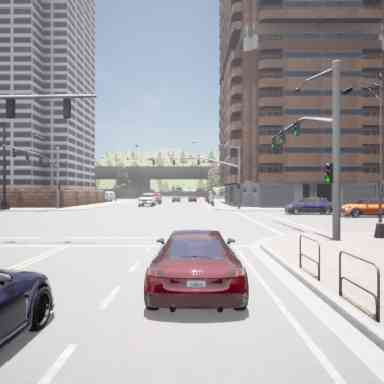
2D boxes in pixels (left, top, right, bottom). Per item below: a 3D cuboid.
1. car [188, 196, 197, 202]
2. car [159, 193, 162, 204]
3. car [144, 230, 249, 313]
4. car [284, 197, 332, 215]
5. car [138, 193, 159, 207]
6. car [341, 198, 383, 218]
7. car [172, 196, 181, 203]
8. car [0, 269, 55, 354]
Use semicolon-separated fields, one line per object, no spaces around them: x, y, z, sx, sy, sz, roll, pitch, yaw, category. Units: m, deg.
0.114;1.525;73.412;2.128;1.511;4.902;0;0;0;car
-6.963;1.221;62.593;2.150;2.045;5.566;0;0;1;car
0.092;1.564;7.775;1.994;1.385;4.181;0;0;0;car
11.593;1.352;33.203;4.553;1.767;2.097;0;0;2;car
-7.014;1.221;52.173;2.150;2.045;5.566;0;0;0;car
15.563;1.352;29.616;4.553;1.767;2.097;0;0;1;car
-3.356;1.542;71.955;2.033;1.411;5.357;0;0;0;car
-3.434;1.564;4.207;1.994;1.385;4.181;0;0;1;car
